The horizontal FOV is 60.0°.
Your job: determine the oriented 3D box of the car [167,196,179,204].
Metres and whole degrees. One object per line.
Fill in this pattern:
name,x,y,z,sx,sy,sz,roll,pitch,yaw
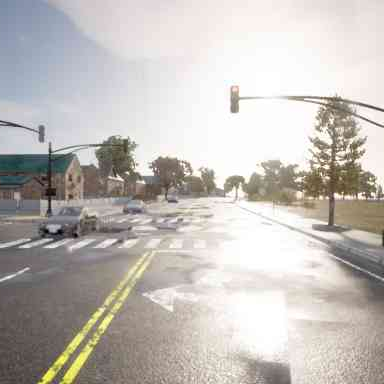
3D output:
car,-3.901,1.612,68.821,1.882,1.535,5.008,0,0,4

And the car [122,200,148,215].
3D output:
car,-5.833,1.583,34.430,1.812,1.442,4.674,0,0,2

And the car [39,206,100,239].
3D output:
car,-6.318,1.511,17.676,2.128,1.511,4.902,0,0,1
